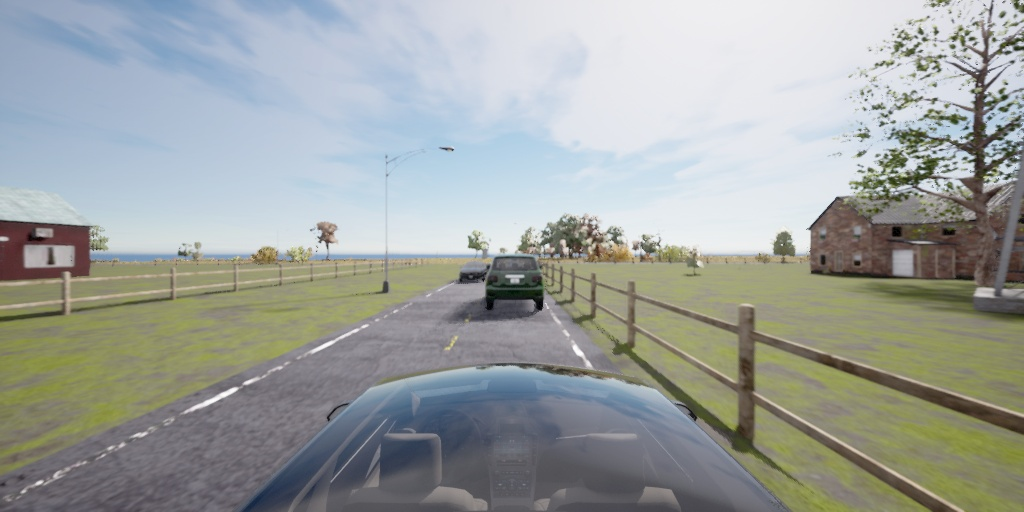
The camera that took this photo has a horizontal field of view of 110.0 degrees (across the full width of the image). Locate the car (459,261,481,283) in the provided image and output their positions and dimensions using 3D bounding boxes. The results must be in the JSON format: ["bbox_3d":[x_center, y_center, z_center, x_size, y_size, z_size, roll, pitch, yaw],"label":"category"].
[{"bbox_3d":[-2.849,1.151,27.362,1.882,1.535,5.008,0,0,0],"label":"car"}]

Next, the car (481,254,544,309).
[{"bbox_3d":[0.099,0.933,14.956,2.150,2.045,5.566,0,0,0],"label":"car"}]
